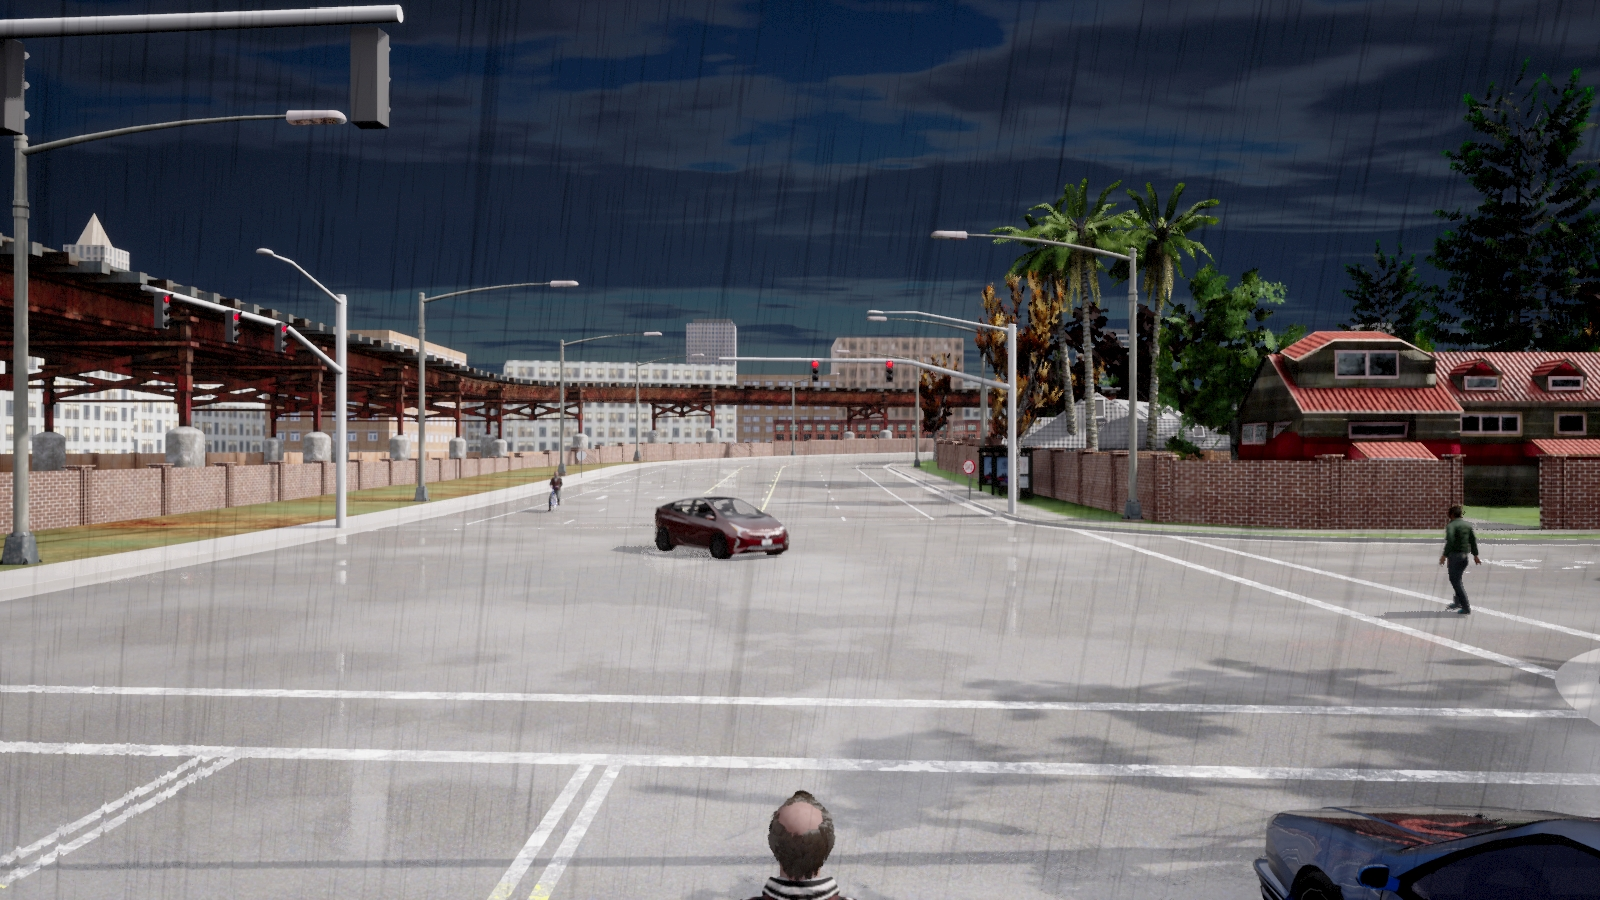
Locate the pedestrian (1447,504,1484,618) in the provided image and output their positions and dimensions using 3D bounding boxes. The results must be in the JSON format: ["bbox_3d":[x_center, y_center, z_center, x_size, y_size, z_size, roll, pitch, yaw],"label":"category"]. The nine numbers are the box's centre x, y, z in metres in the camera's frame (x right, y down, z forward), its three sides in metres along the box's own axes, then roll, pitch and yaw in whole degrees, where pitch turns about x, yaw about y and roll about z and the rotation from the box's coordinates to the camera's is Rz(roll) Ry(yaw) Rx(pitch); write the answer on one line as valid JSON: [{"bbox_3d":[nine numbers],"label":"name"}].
[{"bbox_3d":[11.170,1.848,19.177,0.375,1.860,0.375,0,0,-16],"label":"pedestrian"}]

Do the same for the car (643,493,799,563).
[{"bbox_3d":[-2.206,2.023,30.649,2.007,1.525,4.514,0,0,-38],"label":"car"}]

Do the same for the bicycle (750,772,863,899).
[{"bbox_3d":[0.019,2.048,3.681,0.329,1.496,1.835,0,0,0],"label":"bicycle"}]

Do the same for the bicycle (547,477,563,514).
[{"bbox_3d":[-10.519,1.934,49.111,0.329,1.496,1.835,0,0,0],"label":"bicycle"}]

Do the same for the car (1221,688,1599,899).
[{"bbox_3d":[3.467,2.106,4.038,2.033,1.411,5.357,0,0,1],"label":"car"}]
